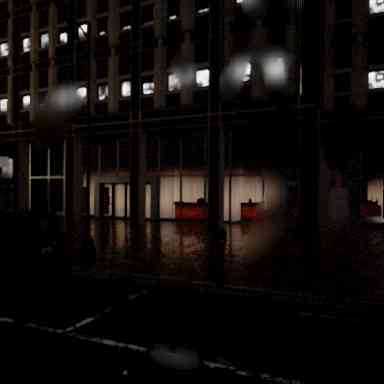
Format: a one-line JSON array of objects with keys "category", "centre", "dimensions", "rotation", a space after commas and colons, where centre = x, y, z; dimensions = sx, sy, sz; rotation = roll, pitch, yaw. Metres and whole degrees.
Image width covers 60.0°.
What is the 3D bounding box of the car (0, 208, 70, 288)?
[{"category": "car", "centre": [-5.276, 1.321, 8.021], "dimensions": [5.009, 1.841, 2.192], "rotation": [0, 0, 24]}]
